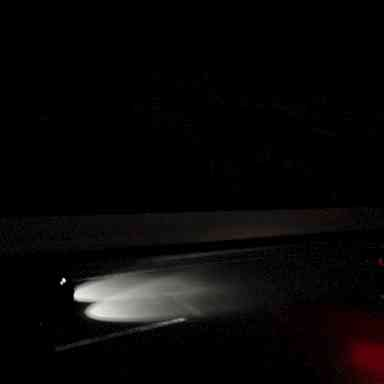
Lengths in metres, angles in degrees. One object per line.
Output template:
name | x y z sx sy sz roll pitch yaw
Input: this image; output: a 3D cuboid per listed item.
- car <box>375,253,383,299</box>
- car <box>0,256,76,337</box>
car | 5.859 1.453 6.443 5.008 1.535 1.882 0 0 -24
car | -4.037 1.523 5.134 4.181 1.385 1.994 0 0 -36
